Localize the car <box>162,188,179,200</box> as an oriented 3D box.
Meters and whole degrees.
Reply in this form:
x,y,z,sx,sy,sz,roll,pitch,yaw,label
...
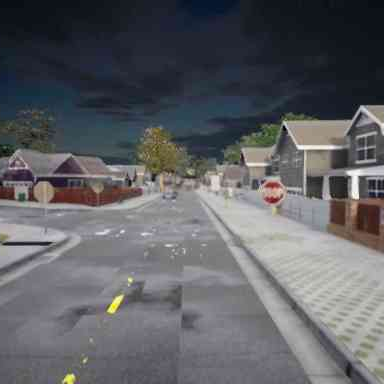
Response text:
x,y,z,sx,sy,sz,roll,pitch,yaw,label
-3.284,0.342,47.973,1.812,1.442,4.674,0,1,0,car
